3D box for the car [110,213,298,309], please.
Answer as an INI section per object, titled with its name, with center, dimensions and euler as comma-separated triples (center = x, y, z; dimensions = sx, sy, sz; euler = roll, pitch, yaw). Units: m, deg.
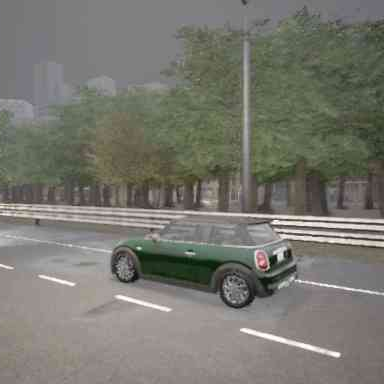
[car]
center = 0.097, 1.353, 8.099
dimensions = 4.553, 1.767, 2.097
euler = 0, 0, 36
